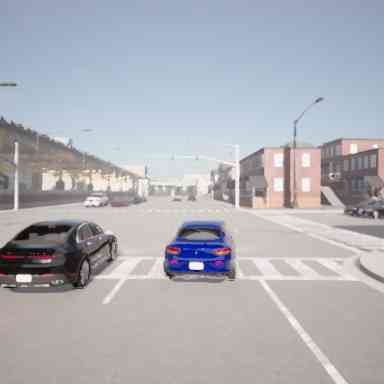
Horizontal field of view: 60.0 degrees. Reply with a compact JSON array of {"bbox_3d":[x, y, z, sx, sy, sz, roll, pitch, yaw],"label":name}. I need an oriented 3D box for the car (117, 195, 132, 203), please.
[{"bbox_3d":[-14.006,1.487,69.651,2.128,1.511,4.902,0,0,0],"label":"car"}]

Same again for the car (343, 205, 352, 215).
[{"bbox_3d":[17.018,1.502,31.710,4.892,1.490,1.837,0,0,0],"label":"car"}]

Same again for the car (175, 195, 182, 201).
[{"bbox_3d":[-3.508,1.486,86.845,1.812,1.442,4.674,0,0,0],"label":"car"}]

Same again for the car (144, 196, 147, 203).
[{"bbox_3d":[-10.506,1.505,69.779,2.033,1.411,5.357,0,0,0],"label":"car"}]

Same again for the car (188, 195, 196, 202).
[{"bbox_3d":[-0.007,1.468,76.606,1.837,1.490,4.892,0,0,0],"label":"car"}]

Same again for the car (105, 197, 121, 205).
[{"bbox_3d":[-14.031,1.531,59.340,1.994,1.385,4.181,0,0,0],"label":"car"}]

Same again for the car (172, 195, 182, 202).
[{"bbox_3d":[-3.507,1.561,76.749,1.895,1.301,4.718,0,0,0],"label":"car"}]

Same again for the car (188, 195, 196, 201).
[{"bbox_3d":[-0.008,1.442,86.905,1.882,1.535,5.008,0,0,0],"label":"car"}]

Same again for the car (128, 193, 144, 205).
[{"bbox_3d":[-10.536,1.191,59.087,2.150,2.045,5.566,0,0,0],"label":"car"}]

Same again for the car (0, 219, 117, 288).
[{"bbox_3d":[-3.410,1.500,9.177,1.837,1.490,4.892,0,0,0],"label":"car"}]

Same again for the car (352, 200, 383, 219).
[{"bbox_3d":[16.720,1.490,28.203,4.902,1.511,2.128,0,0,0],"label":"car"}]

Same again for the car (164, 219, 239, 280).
[{"bbox_3d":[0.387,1.522,9.907,1.812,1.442,4.674,0,0,7],"label":"car"}]

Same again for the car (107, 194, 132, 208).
[{"bbox_3d":[-10.592,1.451,49.204,1.882,1.535,5.008,0,0,0],"label":"car"}]

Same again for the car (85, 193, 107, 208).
[{"bbox_3d":[-14.092,1.193,49.325,2.150,2.045,5.566,0,0,0],"label":"car"}]
